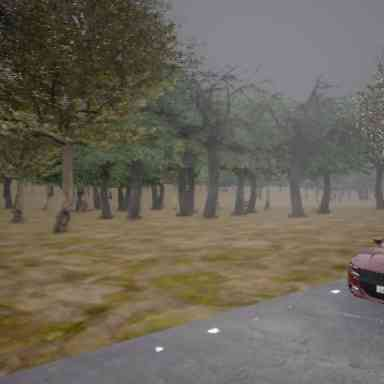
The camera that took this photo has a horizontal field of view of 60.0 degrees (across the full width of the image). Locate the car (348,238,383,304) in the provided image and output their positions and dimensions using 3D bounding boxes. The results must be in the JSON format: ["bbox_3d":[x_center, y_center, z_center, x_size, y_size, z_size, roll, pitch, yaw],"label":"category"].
[{"bbox_3d":[5.400,1.462,7.374,5.008,1.535,1.882,0,0,-37],"label":"car"}]
